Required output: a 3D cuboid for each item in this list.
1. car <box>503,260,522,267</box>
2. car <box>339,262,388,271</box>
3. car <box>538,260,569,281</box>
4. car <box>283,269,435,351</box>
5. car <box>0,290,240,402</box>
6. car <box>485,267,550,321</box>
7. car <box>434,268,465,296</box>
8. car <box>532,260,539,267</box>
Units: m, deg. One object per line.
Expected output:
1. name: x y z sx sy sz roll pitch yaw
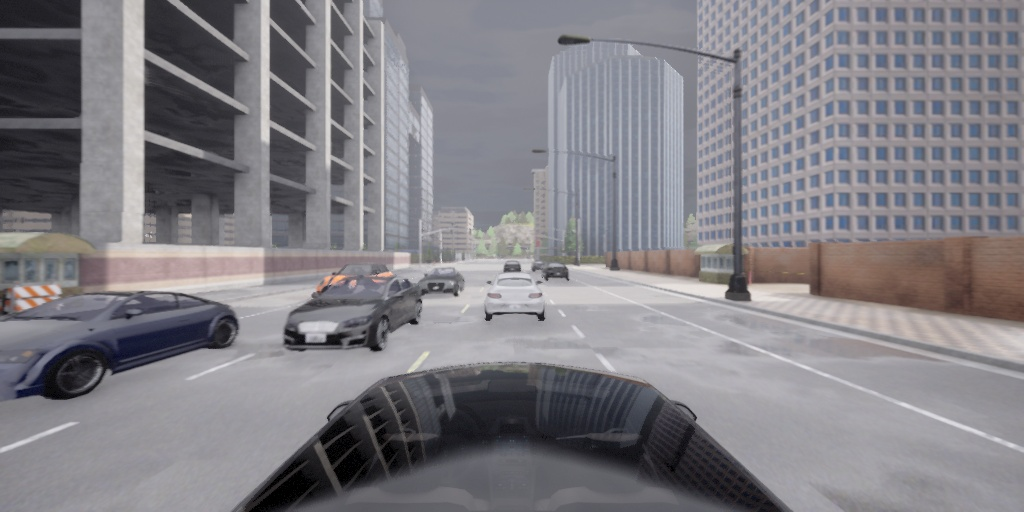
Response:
1. car: 0.053 1.218 39.184 1.882 1.535 5.008 0 0 0
2. car: -7.106 1.104 16.804 2.097 1.767 4.553 0 0 0
3. car: 3.563 1.217 30.097 1.882 1.535 5.008 0 0 0
4. car: -3.606 1.243 9.050 2.128 1.511 4.902 0 0 0
5. car: -7.102 1.318 6.319 1.994 1.385 4.181 0 0 0
6. car: 0.087 1.273 12.364 1.812 1.442 4.674 0 0 0
7. car: -3.608 1.312 18.898 1.994 1.385 4.181 0 0 -1
8. car: 3.531 1.261 46.335 1.812 1.442 4.674 0 0 0
